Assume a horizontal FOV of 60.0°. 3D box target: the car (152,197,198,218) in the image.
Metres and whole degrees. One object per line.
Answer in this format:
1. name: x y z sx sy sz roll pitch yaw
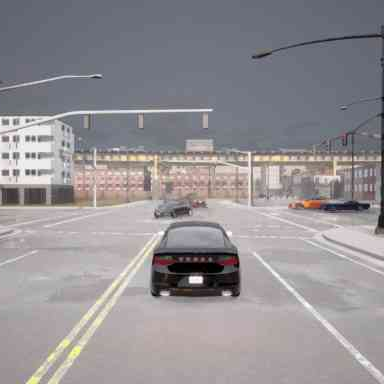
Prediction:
1. car: -1.564 1.478 28.567 1.837 1.490 4.892 -2 -1 26

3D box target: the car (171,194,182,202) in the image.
1. car: -3.478 1.355 74.114 2.097 1.767 4.553 0 0 2

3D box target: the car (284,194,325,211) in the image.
1. car: 13.716 1.265 39.036 4.553 1.767 2.097 -1 0 1

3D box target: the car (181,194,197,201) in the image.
1. car: -0.716 1.355 84.708 2.097 1.767 4.553 0 0 27

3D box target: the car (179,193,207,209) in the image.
1. car: 0.365 1.356 45.131 2.097 1.767 4.553 1 0 -21

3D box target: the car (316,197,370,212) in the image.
1. car: 16.172 1.482 35.489 4.718 1.301 1.895 -1 0 1

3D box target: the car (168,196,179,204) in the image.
1. car: -3.545 1.478 64.061 1.882 1.535 5.008 0 0 1

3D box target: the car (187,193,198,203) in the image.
1. car: 0.095 1.222 70.728 2.150 2.045 5.566 0 0 2

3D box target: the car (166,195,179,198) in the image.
1. car: -3.569 1.505 54.848 1.837 1.490 4.892 0 0 0

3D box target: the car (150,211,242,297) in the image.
1. car: 0.082 1.478 8.636 1.882 1.535 5.008 0 0 0
